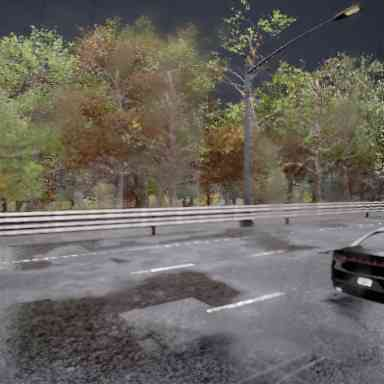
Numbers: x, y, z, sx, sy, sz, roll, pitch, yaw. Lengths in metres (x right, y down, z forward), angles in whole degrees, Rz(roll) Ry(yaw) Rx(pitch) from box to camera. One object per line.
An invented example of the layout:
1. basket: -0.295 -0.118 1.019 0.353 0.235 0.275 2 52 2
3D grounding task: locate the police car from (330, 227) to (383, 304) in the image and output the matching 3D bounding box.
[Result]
1. police car: 5.267 1.426 7.461 5.238 1.638 1.930 0 0 -34
